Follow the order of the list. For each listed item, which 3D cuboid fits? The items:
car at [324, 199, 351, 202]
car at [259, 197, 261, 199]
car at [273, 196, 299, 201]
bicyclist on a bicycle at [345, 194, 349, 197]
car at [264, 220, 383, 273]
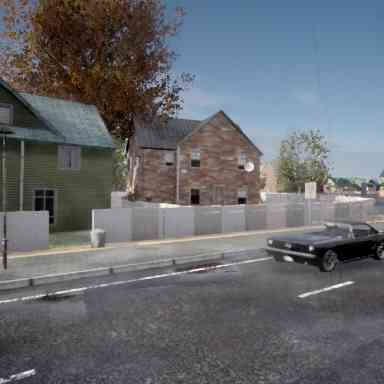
[{"bbox_3d":[16.237,1.190,36.845,1.837,1.490,4.892,1,1,-20],"label":"car"},{"bbox_3d":[9.617,0.978,55.496,1.895,1.301,4.718,1,0,-19],"label":"car"},{"bbox_3d":[12.924,1.010,46.171,1.882,1.535,5.008,1,0,-20],"label":"car"},{"bbox_3d":[20.152,1.036,43.350,1.656,1.620,0.582,1,0,-20],"label":"bicyclist on a bicycle"},{"bbox_3d":[4.582,1.608,10.801,4.718,1.301,1.895,0,0,-35],"label":"car"}]
